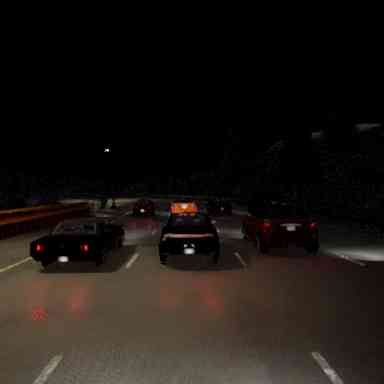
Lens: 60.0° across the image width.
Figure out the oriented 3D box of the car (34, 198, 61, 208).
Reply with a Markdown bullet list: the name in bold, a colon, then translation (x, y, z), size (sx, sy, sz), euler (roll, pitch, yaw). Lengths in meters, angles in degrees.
- **car**: translation (-15.860, 1.391, 36.756), size (2.128, 1.511, 4.902), euler (0, 0, -8)

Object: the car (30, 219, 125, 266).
- **car**: translation (-3.602, 1.562, 11.458), size (1.895, 1.301, 4.718), euler (0, 0, -1)

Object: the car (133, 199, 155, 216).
- **car**: translation (-4.434, 1.397, 30.714), size (1.812, 1.442, 4.674), euler (0, 0, -5)

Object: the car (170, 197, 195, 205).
- **car**: translation (-0.758, 1.215, 28.434), size (2.097, 1.767, 4.553), euler (0, 0, -4)

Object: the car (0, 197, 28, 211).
- **car**: translation (-19.262, 1.427, 35.841), size (1.837, 1.490, 4.892), euler (0, 0, -8)

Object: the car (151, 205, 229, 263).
- **car**: translation (-0.107, 1.434, 11.706), size (2.128, 1.511, 4.902), euler (0, 0, -1)

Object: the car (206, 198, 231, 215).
- **car**: translation (2.478, 1.308, 31.994), size (1.882, 1.535, 5.008), euler (0, 1, -5)

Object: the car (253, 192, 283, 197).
- **car**: translation (6.280, 1.051, 28.441), size (2.150, 2.045, 5.566), euler (0, 0, -3)

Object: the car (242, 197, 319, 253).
- **car**: translation (3.366, 1.267, 13.510), size (2.097, 1.767, 4.553), euler (0, 0, -1)
